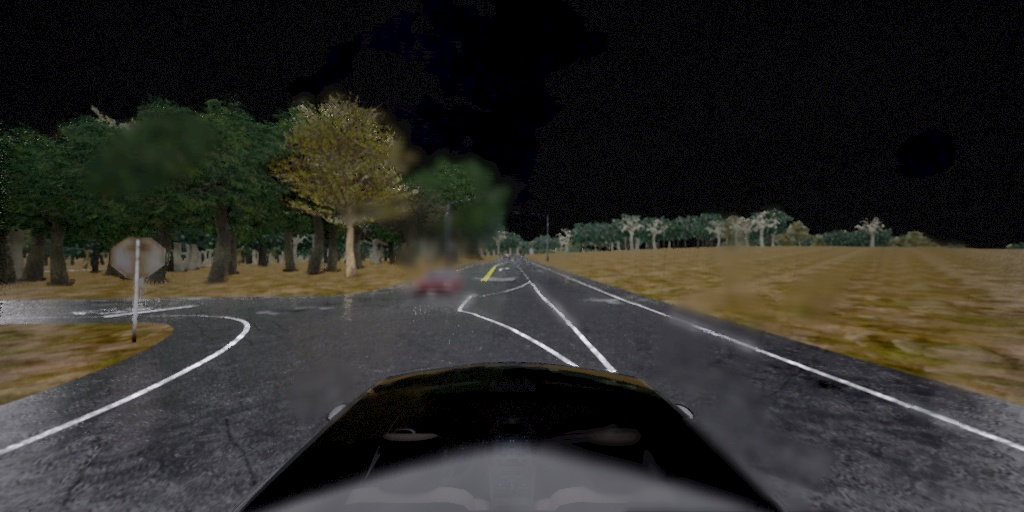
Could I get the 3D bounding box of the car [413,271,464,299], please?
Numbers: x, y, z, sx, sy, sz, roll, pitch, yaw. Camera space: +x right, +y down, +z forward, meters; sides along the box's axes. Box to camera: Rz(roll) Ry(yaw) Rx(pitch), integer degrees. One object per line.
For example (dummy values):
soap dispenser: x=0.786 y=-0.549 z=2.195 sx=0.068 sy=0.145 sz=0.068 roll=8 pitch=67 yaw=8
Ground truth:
car: x=-3.697 y=1.440 z=18.615 sx=1.895 sy=1.301 sz=4.718 roll=0 pitch=0 yaw=-1
